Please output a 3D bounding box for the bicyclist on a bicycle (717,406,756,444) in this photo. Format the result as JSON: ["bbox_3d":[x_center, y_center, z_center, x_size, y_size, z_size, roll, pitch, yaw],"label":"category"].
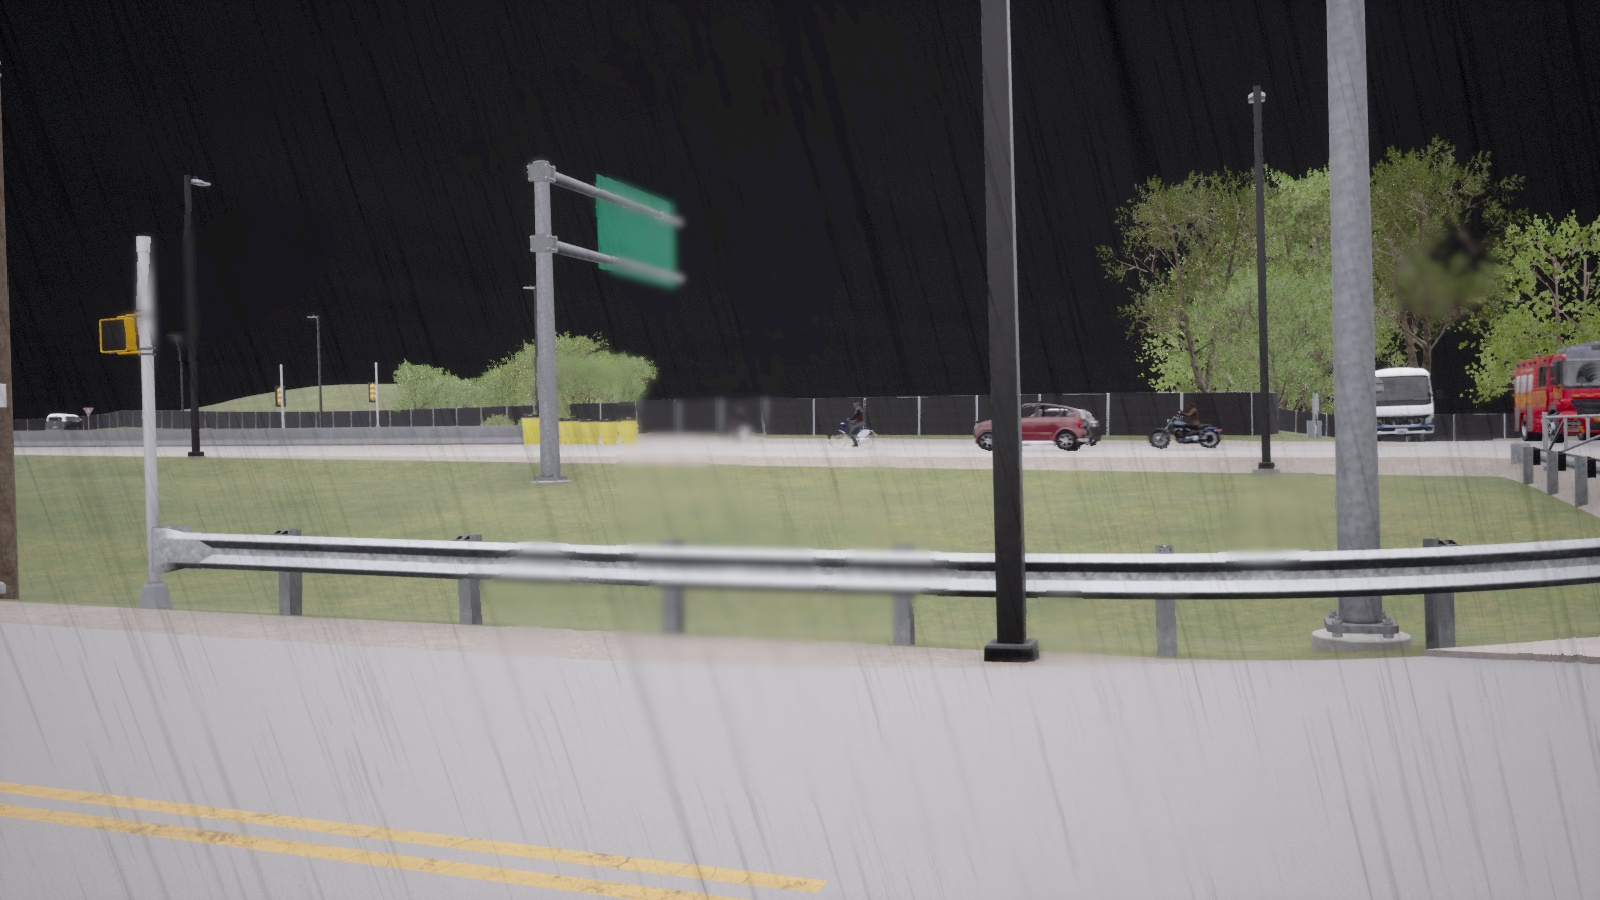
[{"bbox_3d":[-2.998,-1.189,58.899,1.843,1.776,0.659,1,2,39],"label":"bicyclist on a bicycle"}]

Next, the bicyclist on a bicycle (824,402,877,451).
[{"bbox_3d":[1.864,-0.877,46.636,1.843,1.776,0.659,1,1,19],"label":"bicyclist on a bicycle"}]

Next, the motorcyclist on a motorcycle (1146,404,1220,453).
[{"bbox_3d":[13.023,-0.724,42.711,2.350,1.649,0.766,0,1,19],"label":"motorcyclist on a motorcycle"}]

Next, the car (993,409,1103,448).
[{"bbox_3d":[9.710,-0.846,49.195,3.806,1.475,1.970,1,2,29],"label":"car"}]

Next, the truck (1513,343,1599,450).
[{"bbox_3d":[30.321,-1.984,48.916,2.891,3.827,8.468,0,1,19],"label":"truck"}]

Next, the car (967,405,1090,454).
[{"bbox_3d":[7.460,-0.676,40.959,3.705,1.549,1.789,0,1,19],"label":"car"}]

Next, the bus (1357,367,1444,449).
[{"bbox_3d":[34.409,-2.235,72.347,3.944,4.253,10.273,-1,0,23],"label":"bus"}]
